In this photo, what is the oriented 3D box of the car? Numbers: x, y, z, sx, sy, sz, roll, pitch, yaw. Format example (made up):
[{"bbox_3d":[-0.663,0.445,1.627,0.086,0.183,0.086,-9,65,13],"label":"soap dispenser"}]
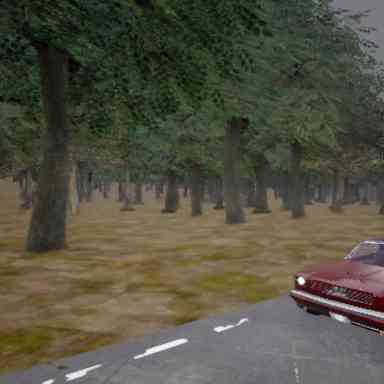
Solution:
[{"bbox_3d":[4.001,1.583,6.333,4.718,1.301,1.895,0,0,-36],"label":"car"}]
